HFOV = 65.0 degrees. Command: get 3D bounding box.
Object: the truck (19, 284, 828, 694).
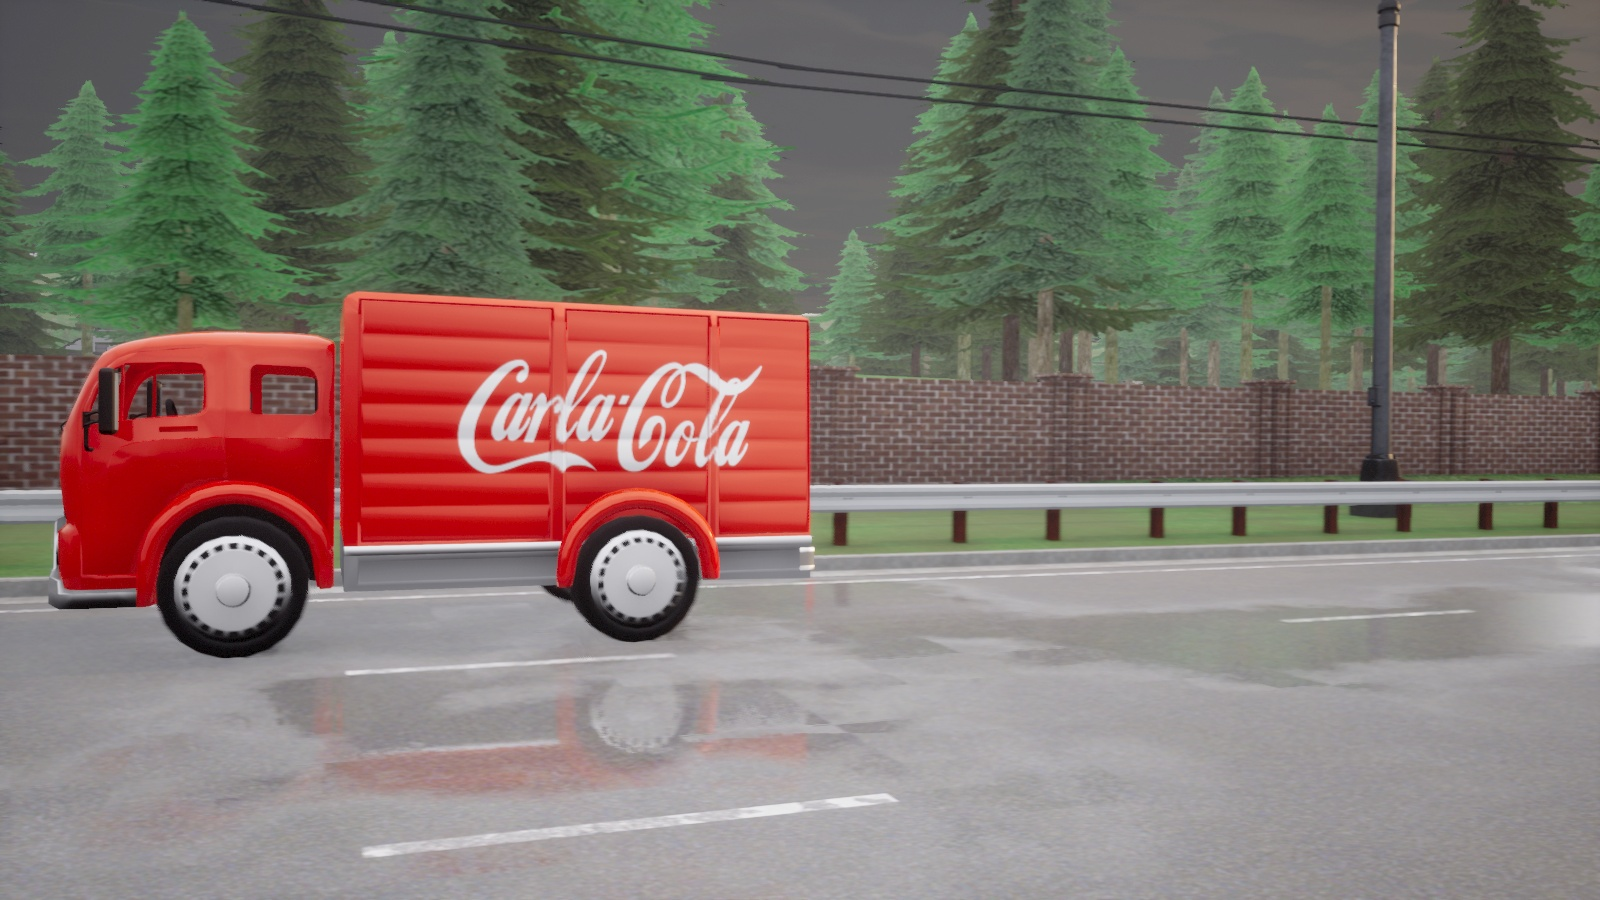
[{"bbox_3d":[-2.699,0.183,9.696,5.204,2.467,2.627,-1,1,-21],"label":"truck"}]
